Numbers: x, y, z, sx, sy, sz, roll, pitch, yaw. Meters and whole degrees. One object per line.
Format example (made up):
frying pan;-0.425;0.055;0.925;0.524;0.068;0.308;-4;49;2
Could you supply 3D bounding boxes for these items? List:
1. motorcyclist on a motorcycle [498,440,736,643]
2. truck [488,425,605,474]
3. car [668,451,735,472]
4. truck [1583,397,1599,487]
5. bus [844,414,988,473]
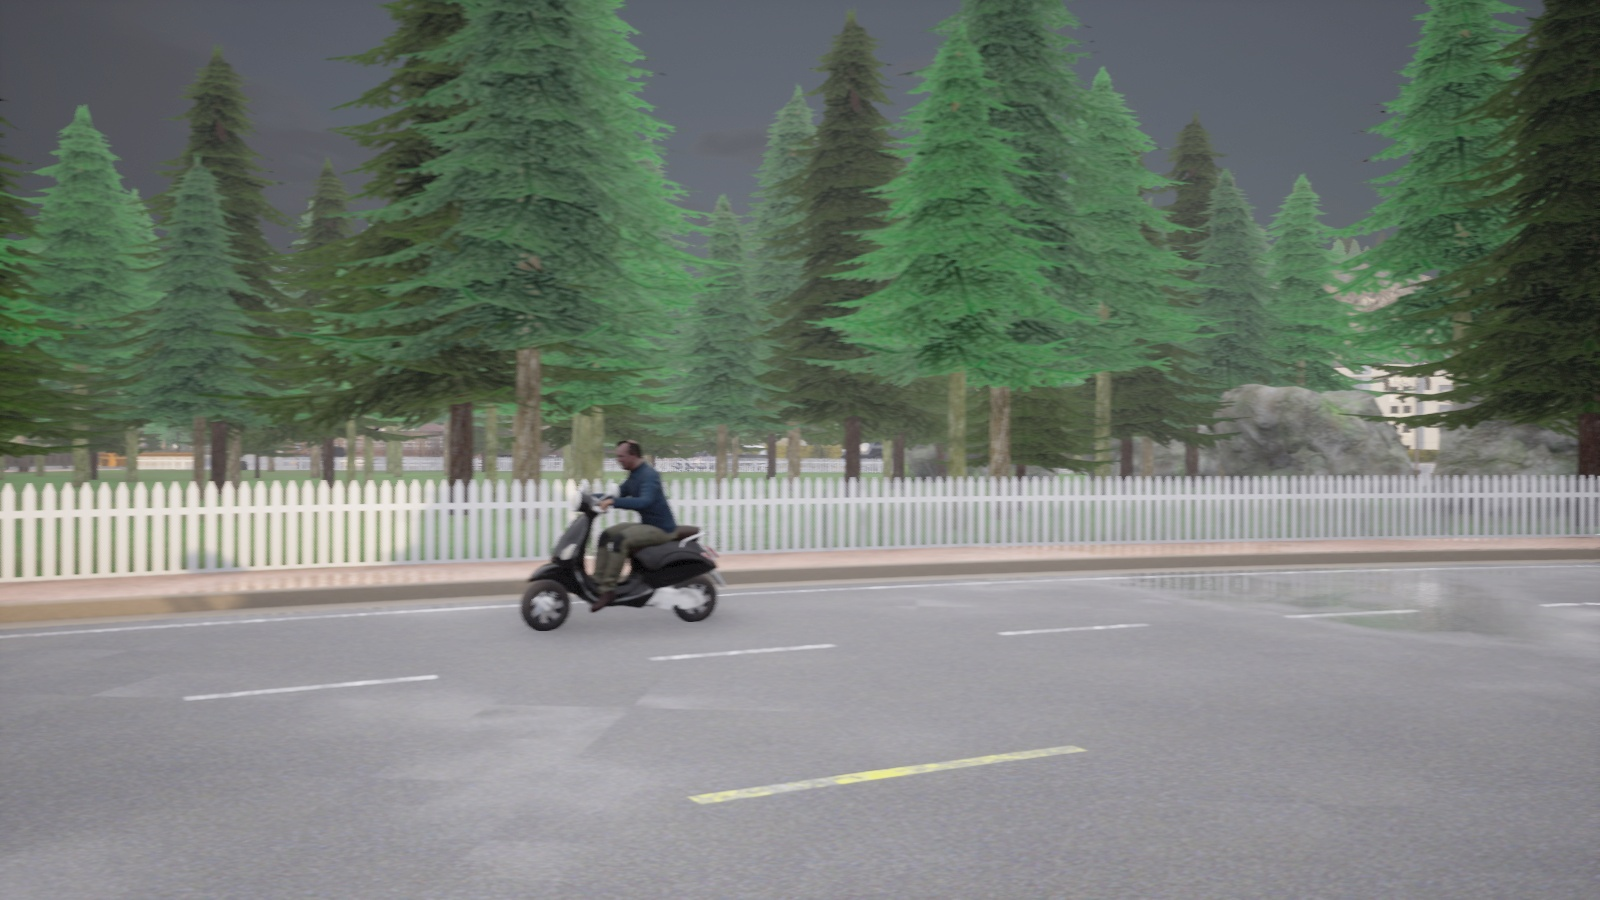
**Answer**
motorcyclist on a motorcycle;-1.547;0.714;10.626;1.817;1.590;0.866;0;0;-26
truck;-18.543;-0.030;92.083;7.936;3.462;2.891;0;0;7
car;-7.665;0.874;97.858;4.856;1.649;2.033;0;0;7
truck;34.866;-0.345;49.885;2.891;3.827;8.468;0;0;5
bus;8.555;-0.462;92.441;10.273;4.253;3.944;0;0;7
